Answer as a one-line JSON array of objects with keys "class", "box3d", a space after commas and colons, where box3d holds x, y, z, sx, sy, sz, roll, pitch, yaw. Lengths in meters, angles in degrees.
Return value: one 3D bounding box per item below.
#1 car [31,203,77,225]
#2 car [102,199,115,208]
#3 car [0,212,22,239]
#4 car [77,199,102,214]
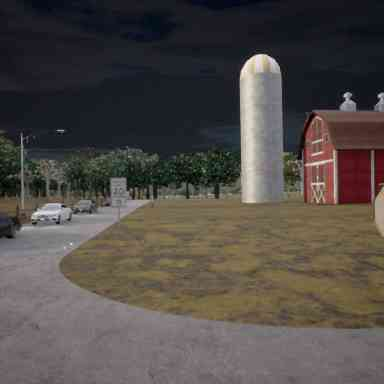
[{"class": "car", "box3d": [-10.377, 1.577, 24.921, 1.812, 1.442, 4.674, -1, 0, -5]}, {"class": "car", "box3d": [-12.716, 1.742, 51.411, 1.994, 1.385, 4.181, -1, 0, -5]}, {"class": "car", "box3d": [-9.387, 1.597, 14.746, 2.033, 1.411, 5.357, -1, 0, -7]}, {"class": "car", "box3d": [-11.354, 1.576, 35.635, 1.837, 1.490, 4.892, -1, 0, -5]}]
